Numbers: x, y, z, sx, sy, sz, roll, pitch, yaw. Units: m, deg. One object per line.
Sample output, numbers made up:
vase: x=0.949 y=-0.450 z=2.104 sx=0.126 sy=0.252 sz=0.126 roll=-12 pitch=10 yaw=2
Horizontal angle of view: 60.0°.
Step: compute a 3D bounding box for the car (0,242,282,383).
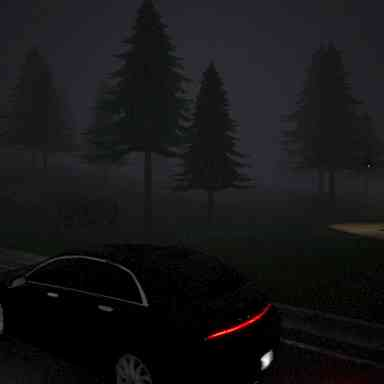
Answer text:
car: x=-1.195 y=1.502 z=4.847 sx=4.892 sy=1.490 sz=1.837 roll=-1 pitch=0 yaw=36
